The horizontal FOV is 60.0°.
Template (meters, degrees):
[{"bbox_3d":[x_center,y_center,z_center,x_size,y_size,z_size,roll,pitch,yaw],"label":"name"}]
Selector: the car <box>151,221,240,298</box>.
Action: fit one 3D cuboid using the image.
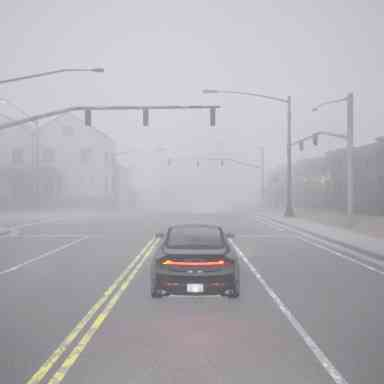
[{"bbox_3d":[0.082,1.503,8.488,1.837,1.490,4.892,0,0,1],"label":"car"}]
